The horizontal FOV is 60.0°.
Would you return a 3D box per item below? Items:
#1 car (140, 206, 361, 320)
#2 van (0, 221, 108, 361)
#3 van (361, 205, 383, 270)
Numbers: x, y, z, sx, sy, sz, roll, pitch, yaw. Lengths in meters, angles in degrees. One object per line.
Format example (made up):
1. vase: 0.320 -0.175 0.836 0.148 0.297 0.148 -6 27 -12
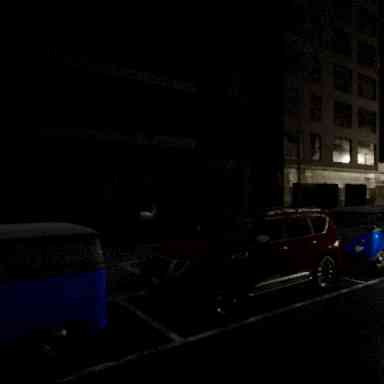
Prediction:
1. car: 1.375 1.315 7.513 5.009 1.841 2.192 0 0 -35
2. van: -3.125 1.341 4.305 3.998 1.788 1.690 0 0 -35
3. van: 5.875 1.340 10.718 3.998 1.788 1.690 0 0 -35
